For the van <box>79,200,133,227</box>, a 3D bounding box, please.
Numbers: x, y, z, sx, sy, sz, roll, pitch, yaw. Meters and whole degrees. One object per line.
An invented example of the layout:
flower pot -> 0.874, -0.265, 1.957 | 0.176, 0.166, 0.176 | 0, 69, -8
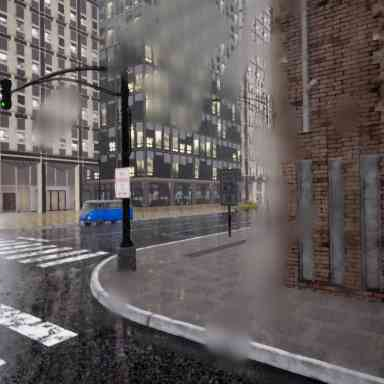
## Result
van -> -5.987, 1.460, 23.469 | 1.690, 1.788, 3.998 | -2, -1, 36

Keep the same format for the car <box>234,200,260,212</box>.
car -> 6.848, 1.689, 41.378 | 1.752, 1.417, 4.829 | -2, -1, 36
